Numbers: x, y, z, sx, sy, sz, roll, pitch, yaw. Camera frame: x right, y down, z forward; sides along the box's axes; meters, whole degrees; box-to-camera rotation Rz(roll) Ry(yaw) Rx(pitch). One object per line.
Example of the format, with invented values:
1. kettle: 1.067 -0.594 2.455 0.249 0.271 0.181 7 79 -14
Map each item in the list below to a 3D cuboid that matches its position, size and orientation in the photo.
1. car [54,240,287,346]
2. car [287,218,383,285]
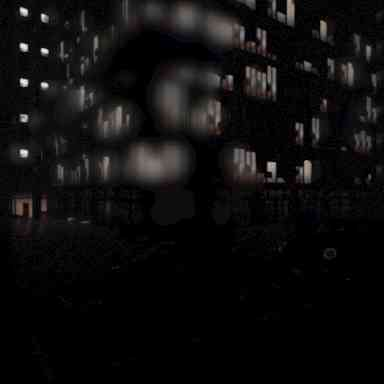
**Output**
1. car: -0.345 1.612 6.321 4.206 1.307 1.802 1 -1 -35
2. car: 4.283 1.524 9.623 4.097 1.590 1.967 1 -1 -35
